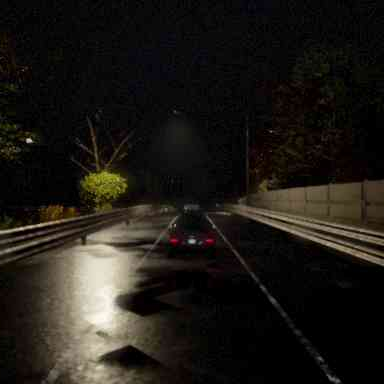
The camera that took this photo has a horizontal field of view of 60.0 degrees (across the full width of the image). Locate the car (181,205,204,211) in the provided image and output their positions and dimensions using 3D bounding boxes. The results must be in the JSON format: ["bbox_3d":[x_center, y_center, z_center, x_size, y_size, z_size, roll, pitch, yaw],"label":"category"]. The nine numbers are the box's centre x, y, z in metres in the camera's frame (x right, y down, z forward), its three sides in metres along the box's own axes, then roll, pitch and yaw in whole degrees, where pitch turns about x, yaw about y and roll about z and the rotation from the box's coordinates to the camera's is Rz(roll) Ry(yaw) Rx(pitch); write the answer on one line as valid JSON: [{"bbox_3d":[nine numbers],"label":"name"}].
[{"bbox_3d":[0.024,1.914,29.607,2.128,1.511,4.902,0,-1,0],"label":"car"}]

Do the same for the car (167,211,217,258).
[{"bbox_3d":[0.013,1.742,13.650,2.033,1.411,5.357,0,-1,0],"label":"car"}]
